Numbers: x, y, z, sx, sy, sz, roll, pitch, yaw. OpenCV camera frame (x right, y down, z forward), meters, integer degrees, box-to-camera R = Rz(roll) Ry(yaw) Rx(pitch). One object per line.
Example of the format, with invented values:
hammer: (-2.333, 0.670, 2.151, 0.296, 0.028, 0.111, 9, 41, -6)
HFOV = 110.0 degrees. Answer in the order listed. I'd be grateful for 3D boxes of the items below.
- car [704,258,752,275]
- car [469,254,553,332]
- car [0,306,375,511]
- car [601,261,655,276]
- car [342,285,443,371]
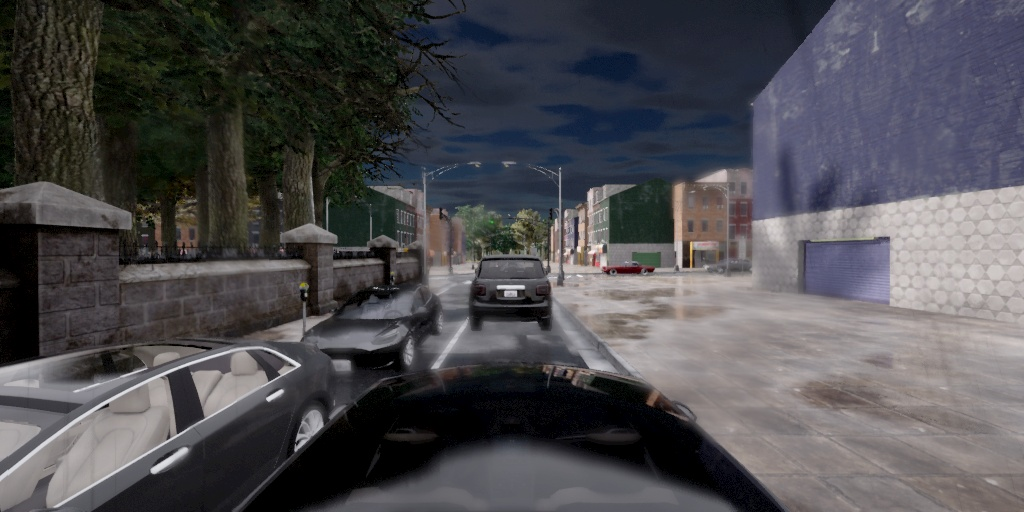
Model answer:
car: (21.029, 0.942, 34.251, 4.902, 1.511, 2.128, -1, 1, 0)
car: (-0.011, 0.973, 11.041, 2.150, 2.045, 5.566, 0, 0, 0)
car: (-2.641, 1.300, 2.004, 2.007, 1.370, 4.403, 0, 0, 0)
car: (10.992, 1.186, 34.265, 4.718, 1.301, 1.895, -1, 1, 0)
car: (-2.634, 1.316, 7.693, 1.948, 1.339, 4.313, 0, 0, 0)
